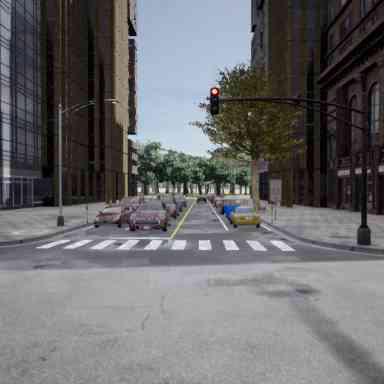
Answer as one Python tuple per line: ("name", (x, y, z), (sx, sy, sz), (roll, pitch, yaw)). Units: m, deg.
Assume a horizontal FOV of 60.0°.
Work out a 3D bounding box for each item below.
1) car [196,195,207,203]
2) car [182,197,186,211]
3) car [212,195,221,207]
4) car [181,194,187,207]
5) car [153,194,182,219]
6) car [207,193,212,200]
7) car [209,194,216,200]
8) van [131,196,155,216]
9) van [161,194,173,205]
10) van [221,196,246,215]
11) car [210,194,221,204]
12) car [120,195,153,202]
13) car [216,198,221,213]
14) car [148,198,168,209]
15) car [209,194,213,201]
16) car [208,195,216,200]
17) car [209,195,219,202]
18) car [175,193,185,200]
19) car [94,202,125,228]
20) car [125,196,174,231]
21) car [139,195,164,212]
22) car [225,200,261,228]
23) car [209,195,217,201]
("car", (1.959, 1.391, 65.843), (1.837, 1.490, 4.892), (0, 0, 2))
("car", (-2.003, 1.557, 38.056), (1.895, 1.301, 4.718), (0, 0, 2))
("car", (4.030, 1.467, 44.577), (1.752, 1.417, 4.829), (-1, 0, 2))
("car", (-1.701, 1.437, 47.977), (1.837, 1.490, 4.892), (0, 1, 2))
("car", (-2.255, 1.325, 28.988), (2.097, 1.767, 4.553), (0, 0, 2))
("car", (4.493, 1.213, 61.437), (2.192, 1.841, 5.009), (-1, 0, 2))
("car", (5.124, 1.358, 84.315), (1.752, 1.417, 4.829), (0, 0, 2))
("van", (-4.812, 1.307, 33.279), (1.690, 1.788, 3.998), (-1, 0, 2))
("van", (-4.186, 1.254, 55.989), (1.690, 1.788, 3.998), (0, 0, 2))
("van", (3.554, 1.317, 27.375), (1.690, 1.788, 3.998), (-1, 0, 2))
("car", (4.182, 1.473, 50.084), (1.887, 1.381, 4.507), (-1, 0, 2))
("car", (-4.969, 1.291, 27.601), (2.192, 1.841, 5.009), (-1, 0, 2))
("car", (3.713, 1.532, 33.053), (1.947, 1.339, 4.313), (-1, 0, 2))
("car", (-4.497, 1.492, 44.635), (2.008, 1.369, 4.403), (-1, 0, 2))
("car", (4.338, 1.464, 55.761), (2.008, 1.369, 4.403), (-1, 0, 2))
("car", (5.276, 1.381, 89.823), (1.947, 1.339, 4.313), (0, 0, 2))
("car", (4.807, 1.417, 72.791), (2.008, 1.369, 4.403), (0, 0, 2))
("car", (-3.248, 1.130, 90.053), (2.192, 1.841, 5.009), (0, 0, 2))
("car", (-5.122, 1.566, 21.923), (1.802, 1.307, 4.206), (-1, 0, 2))
("car", (-2.442, 1.338, 20.178), (2.097, 1.767, 4.553), (0, 0, 0))
("car", (-4.655, 1.270, 38.957), (2.192, 1.841, 5.009), (-1, 0, 2))
("car", (3.404, 1.509, 21.867), (1.752, 1.417, 4.829), (-1, 0, 2))
("car", (4.964, 1.432, 78.469), (1.802, 1.307, 4.206), (0, 0, 2))
